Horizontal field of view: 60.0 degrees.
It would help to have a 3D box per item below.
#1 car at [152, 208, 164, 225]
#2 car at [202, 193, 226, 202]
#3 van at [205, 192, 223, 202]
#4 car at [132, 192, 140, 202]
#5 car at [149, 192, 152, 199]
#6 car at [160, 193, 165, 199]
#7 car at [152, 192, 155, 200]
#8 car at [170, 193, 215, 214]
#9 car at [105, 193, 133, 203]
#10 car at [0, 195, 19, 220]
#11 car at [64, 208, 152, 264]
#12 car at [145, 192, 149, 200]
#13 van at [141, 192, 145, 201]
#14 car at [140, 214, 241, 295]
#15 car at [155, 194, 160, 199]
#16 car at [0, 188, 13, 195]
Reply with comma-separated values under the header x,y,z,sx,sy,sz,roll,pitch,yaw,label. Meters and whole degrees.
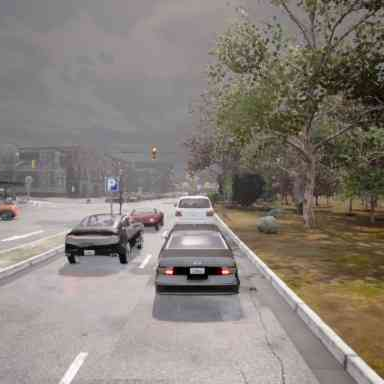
x,y,z,sx,sy,sz,roll,pitch,yaw,label
-2.854,1.629,21.068,1.895,1.301,4.718,0,0,0,car
4.582,1.143,70.407,4.553,1.767,2.185,1,0,-14,car
4.202,1.044,67.437,4.442,1.987,1.878,1,0,-14,van
-13.881,1.316,67.813,5.366,1.575,1.946,-1,0,-15,car
-12.736,1.360,79.772,4.674,1.452,2.002,-1,0,-13,car
-11.113,1.066,91.764,5.566,2.045,2.435,-1,0,-12,car
-12.368,1.360,82.774,4.674,1.452,2.002,-1,0,-13,car
0.129,1.246,19.106,2.150,2.045,5.566,0,0,0,car
-14.522,1.359,64.820,4.792,1.488,2.163,-1,0,-15,car
-16.659,1.405,27.011,4.553,1.767,2.185,-1,0,-19,car
-2.902,1.505,11.841,2.128,1.511,4.902,0,0,0,car
-13.105,1.323,76.777,4.892,1.521,2.231,-1,0,-14,car
-13.329,1.094,73.805,4.442,1.987,1.878,-1,0,-14,van
0.096,1.556,8.857,2.033,1.411,5.357,0,0,0,car
-11.560,1.358,88.758,4.674,1.452,2.002,-1,0,-12,car
-31.232,0.138,55.668,2.002,1.452,4.674,6,-3,-19,car
